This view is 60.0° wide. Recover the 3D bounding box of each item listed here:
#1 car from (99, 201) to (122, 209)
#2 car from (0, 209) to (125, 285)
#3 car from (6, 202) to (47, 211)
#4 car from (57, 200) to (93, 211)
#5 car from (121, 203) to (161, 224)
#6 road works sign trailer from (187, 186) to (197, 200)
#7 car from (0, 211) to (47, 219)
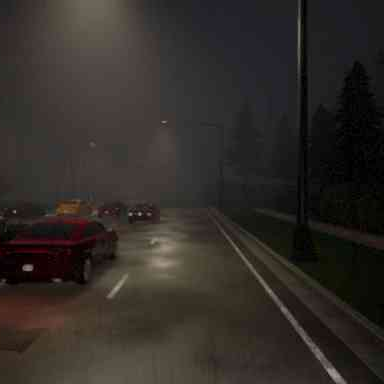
[{"bbox_3d":[-6.920,1.490,29.368,1.812,1.442,4.674,0,0,0],"label":"car"},{"bbox_3d":[-3.456,1.466,9.519,1.882,1.535,5.008,0,0,0],"label":"car"},{"bbox_3d":[-14.236,1.529,28.777,1.994,1.385,4.181,0,0,1],"label":"car"},{"bbox_3d":[-10.417,1.441,29.884,1.882,1.535,5.008,0,0,0],"label":"car"},{"bbox_3d":[-3.453,1.517,24.609,2.033,1.411,5.357,0,0,1],"label":"car"},{"bbox_3d":[0.021,0.360,84.773,2.380,3.560,2.880,0,0,0],"label":"road works sign trailer"},{"bbox_3d":[-6.937,1.586,11.912,1.895,1.301,4.718,0,0,0],"label":"car"}]
